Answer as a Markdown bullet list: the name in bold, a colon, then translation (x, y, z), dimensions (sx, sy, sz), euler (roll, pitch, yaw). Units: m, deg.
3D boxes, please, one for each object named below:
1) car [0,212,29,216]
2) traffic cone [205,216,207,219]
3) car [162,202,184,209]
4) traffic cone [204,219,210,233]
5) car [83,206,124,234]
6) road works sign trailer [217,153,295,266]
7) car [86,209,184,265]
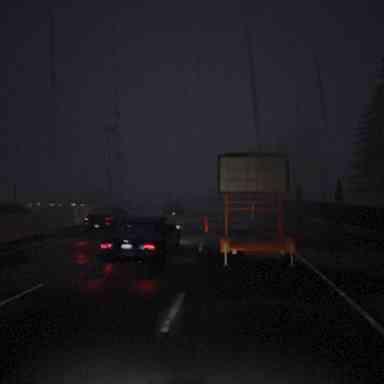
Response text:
- **car**: translation (-11.931, 1.496, 20.889), dimensions (1.837, 1.490, 4.892), euler (0, 0, -1)
- **traffic cone**: translation (0.894, 1.950, 20.531), dimensions (0.340, 0.580, 0.340), euler (0, 0, 2)
- **car**: translation (-1.849, 1.592, 31.431), dimensions (1.895, 1.301, 4.718), euler (0, 0, -6)
- **traffic cone**: translation (0.828, 1.950, 18.532), dimensions (0.340, 0.580, 0.340), euler (0, 0, 2)
- **car**: translation (-4.761, 1.519, 19.049), dimensions (1.812, 1.442, 4.674), euler (0, 0, 1)
- **road works sign trailer**: translation (2.082, 0.462, 11.486), dimensions (2.380, 3.560, 2.880), euler (0, 0, 2)
- **car**: translation (-1.569, 1.544, 11.623), dimensions (2.033, 1.411, 5.357), euler (0, 0, 5)
